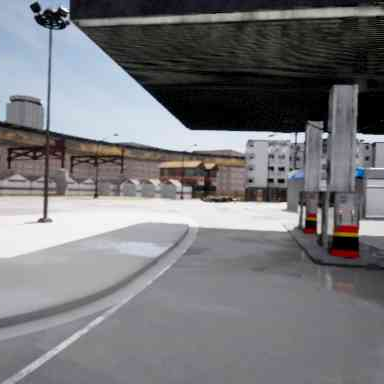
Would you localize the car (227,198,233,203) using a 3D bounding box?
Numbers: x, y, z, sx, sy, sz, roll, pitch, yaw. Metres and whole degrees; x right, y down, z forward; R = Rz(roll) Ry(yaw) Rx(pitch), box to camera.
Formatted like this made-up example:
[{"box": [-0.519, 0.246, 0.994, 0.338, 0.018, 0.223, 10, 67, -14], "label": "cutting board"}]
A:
[{"box": [5.391, 1.350, 64.773, 4.718, 1.301, 1.895, 2, 0, -15], "label": "car"}]

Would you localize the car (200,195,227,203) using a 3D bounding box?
[{"box": [3.569, 1.283, 60.213, 4.181, 1.385, 1.994, 2, 0, -22], "label": "car"}]
